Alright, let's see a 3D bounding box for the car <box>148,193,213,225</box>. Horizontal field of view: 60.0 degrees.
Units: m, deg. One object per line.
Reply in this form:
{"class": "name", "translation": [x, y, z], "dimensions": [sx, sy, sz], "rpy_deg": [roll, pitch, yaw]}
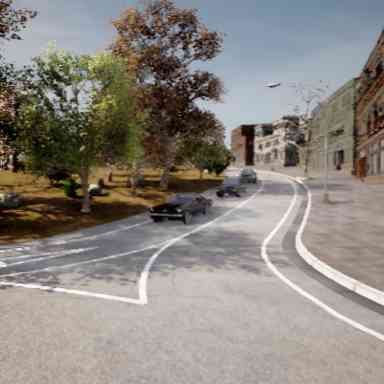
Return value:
{"class": "car", "translation": [-0.471, 0.769, 17.677], "dimensions": [1.895, 1.301, 4.718], "rpy_deg": [1, 5, 21]}

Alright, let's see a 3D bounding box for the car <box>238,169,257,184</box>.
{"class": "car", "translation": [6.735, -1.989, 40.253], "dimensions": [2.097, 1.767, 4.553], "rpy_deg": [1, 6, 12]}

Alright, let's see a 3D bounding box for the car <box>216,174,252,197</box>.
{"class": "car", "translation": [3.469, -0.477, 28.365], "dimensions": [2.033, 1.411, 5.357], "rpy_deg": [1, 6, 18]}
